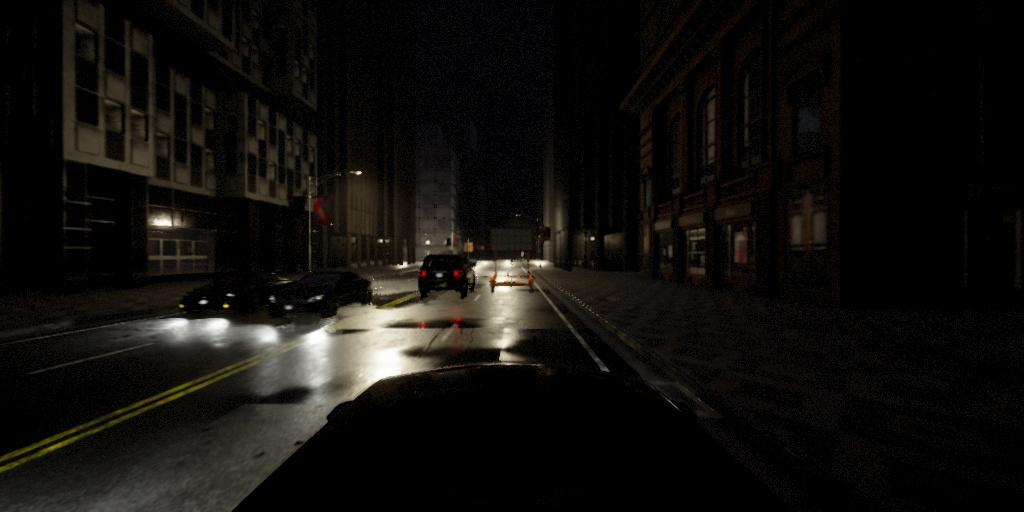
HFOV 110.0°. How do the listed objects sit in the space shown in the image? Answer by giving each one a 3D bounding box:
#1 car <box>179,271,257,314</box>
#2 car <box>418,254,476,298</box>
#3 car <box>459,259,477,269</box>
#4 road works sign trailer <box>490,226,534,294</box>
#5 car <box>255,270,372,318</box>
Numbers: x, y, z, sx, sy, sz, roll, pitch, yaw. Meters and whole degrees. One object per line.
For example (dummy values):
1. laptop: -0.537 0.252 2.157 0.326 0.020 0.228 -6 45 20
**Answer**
1. car: -9.852 1.276 13.430 1.994 1.385 4.181 0 0 0
2. car: -3.151 0.920 18.208 2.150 2.045 5.566 0 0 0
3. car: -6.570 1.139 54.427 2.033 1.411 5.357 0 0 1
4. road works sign trailer: -0.003 0.159 19.683 2.380 3.560 2.880 0 0 0
5. car: -6.601 1.239 12.910 1.812 1.442 4.674 0 0 0
